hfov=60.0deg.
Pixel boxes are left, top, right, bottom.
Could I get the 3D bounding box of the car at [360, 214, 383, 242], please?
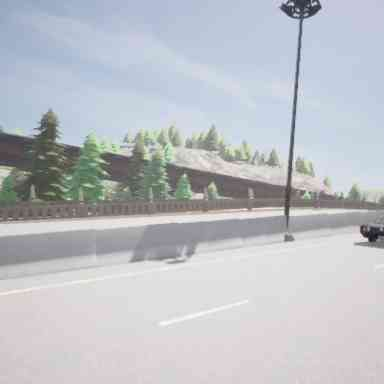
[{"bbox_3d":[9.694,1.621,15.084,4.718,1.301,1.895,0,0,-36],"label":"car"}]
